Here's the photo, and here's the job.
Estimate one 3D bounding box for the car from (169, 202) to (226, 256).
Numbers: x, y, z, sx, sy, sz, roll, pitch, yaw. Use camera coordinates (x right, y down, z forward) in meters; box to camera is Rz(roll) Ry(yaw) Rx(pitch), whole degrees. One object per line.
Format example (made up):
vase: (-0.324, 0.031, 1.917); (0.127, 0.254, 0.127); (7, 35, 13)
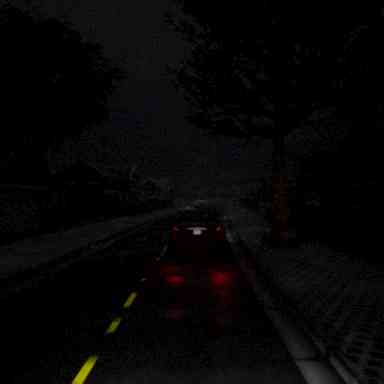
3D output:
car: (0.282, 1.486, 14.004); (2.097, 1.767, 4.553); (0, -1, 3)

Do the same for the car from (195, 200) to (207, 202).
car: (1.345, 1.767, 29.285); (1.882, 1.535, 5.008); (0, 0, 6)

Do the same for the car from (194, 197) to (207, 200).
car: (1.726, 1.915, 62.833); (2.150, 2.045, 5.566); (0, -1, 6)
